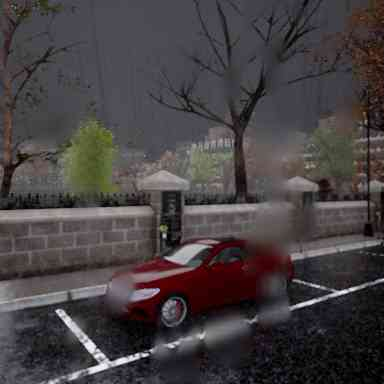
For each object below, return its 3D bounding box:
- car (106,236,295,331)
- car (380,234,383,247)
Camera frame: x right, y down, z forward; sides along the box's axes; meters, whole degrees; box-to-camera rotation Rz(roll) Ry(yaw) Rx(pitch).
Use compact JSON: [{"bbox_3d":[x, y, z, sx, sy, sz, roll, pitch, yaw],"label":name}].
[{"bbox_3d":[0.374,1.600,6.835,4.206,1.307,1.802,0,0,-36],"label":"car"},{"bbox_3d":[9.243,1.591,13.171,4.829,1.417,1.752,0,0,-36],"label":"car"}]
